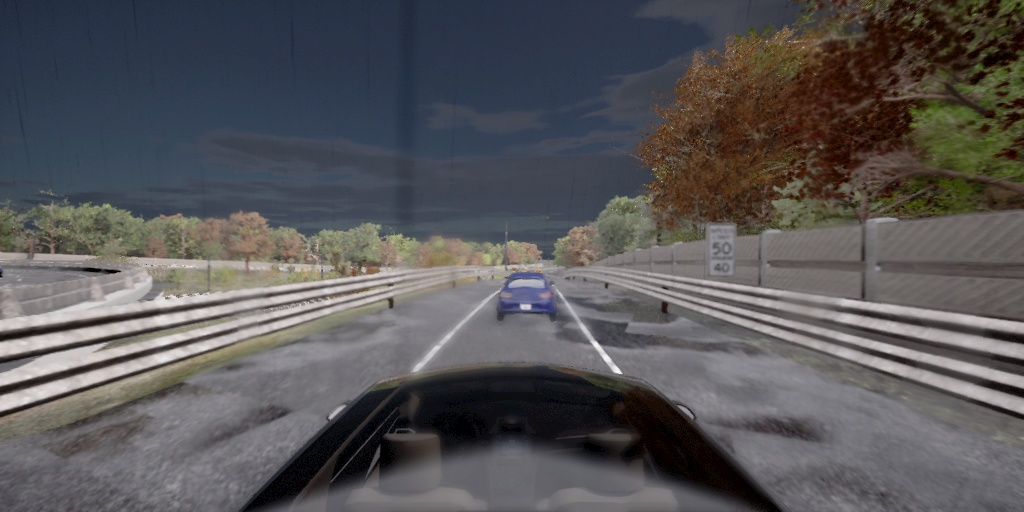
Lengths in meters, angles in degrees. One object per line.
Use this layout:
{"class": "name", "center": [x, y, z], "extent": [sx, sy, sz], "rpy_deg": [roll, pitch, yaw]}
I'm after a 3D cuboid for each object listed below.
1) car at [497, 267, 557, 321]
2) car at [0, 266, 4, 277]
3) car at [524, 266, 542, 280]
{"class": "car", "center": [0.538, 1.280, 12.455], "extent": [1.812, 1.442, 4.674], "rpy_deg": [0, 0, 3]}
{"class": "car", "center": [-46.419, 1.242, 31.526], "extent": [4.718, 1.301, 1.895], "rpy_deg": [0, 0, 33]}
{"class": "car", "center": [2.459, 1.975, 41.290], "extent": [1.882, 1.535, 5.008], "rpy_deg": [0, -3, 5]}
